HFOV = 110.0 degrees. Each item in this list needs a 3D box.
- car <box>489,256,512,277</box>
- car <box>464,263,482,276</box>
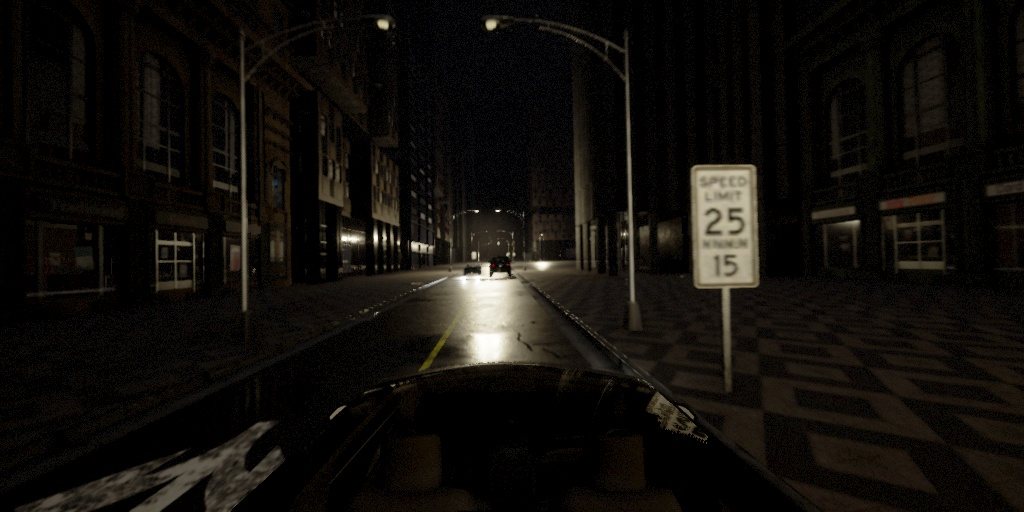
[{"bbox_3d":[-1.180,1.006,36.613,2.150,2.045,5.566,-1,0,-2],"label":"car"},{"bbox_3d":[-4.342,1.446,40.212,1.895,1.301,4.718,-1,0,-2],"label":"car"}]
